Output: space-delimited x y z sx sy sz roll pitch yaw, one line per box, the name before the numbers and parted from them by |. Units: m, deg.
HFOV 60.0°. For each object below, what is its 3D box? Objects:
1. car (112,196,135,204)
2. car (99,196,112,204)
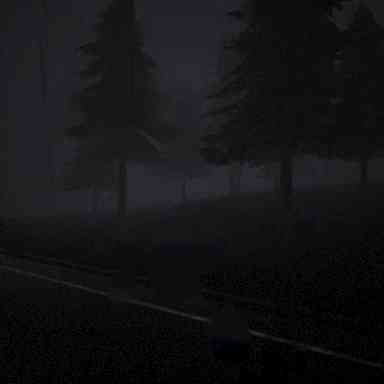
car | -13.399 1.672 67.130 1.994 1.385 4.181 0 0 35
car | -16.278 1.650 69.114 2.128 1.511 4.902 0 0 35
